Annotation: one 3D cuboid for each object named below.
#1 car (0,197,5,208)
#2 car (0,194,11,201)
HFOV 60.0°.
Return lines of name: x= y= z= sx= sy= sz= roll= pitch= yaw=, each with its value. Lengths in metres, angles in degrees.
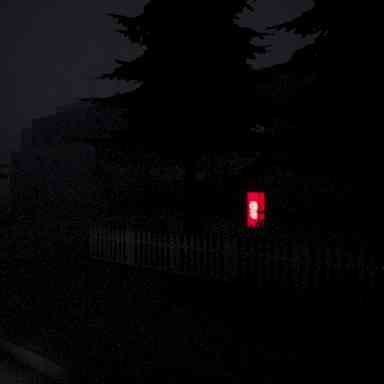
car: x=-24.115 y=1.567 z=37.121 sx=1.895 sy=1.301 sz=4.718 roll=0 pitch=0 yaw=36
car: x=-41.628 y=1.263 z=74.856 sx=4.514 sy=1.523 sz=2.007 roll=0 pitch=0 yaw=34
